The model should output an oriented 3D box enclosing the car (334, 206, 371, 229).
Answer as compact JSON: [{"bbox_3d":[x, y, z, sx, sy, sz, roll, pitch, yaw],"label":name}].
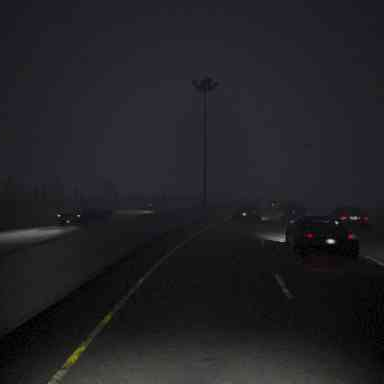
[{"bbox_3d":[10.347,1.611,22.117,2.033,1.411,5.357,0,0,16],"label":"car"}]

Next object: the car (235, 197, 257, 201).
[{"bbox_3d":[7.639,1.644,51.030,2.033,1.411,5.357,0,0,31],"label":"car"}]

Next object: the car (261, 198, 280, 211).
[{"bbox_3d":[10.704,1.596,41.751,2.163,1.488,4.792,0,0,27],"label":"car"}]

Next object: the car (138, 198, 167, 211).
[{"bbox_3d":[-4.876,1.550,41.986,1.837,1.490,4.892,0,0,24],"label":"car"}]

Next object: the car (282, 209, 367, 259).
[{"bbox_3d":[4.852,1.598,12.891,1.994,1.385,4.181,0,0,8],"label":"car"}]

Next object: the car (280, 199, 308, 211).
[{"bbox_3d":[9.418,1.550,30.297,1.882,1.535,5.008,0,0,20],"label":"car"}]

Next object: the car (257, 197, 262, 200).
[{"bbox_3d":[12.490,1.676,64.114,1.812,1.442,4.674,0,0,39],"label":"car"}]

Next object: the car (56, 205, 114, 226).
[{"bbox_3d":[-7.478,1.612,23.633,1.895,1.301,4.718,0,0,14],"label":"car"}]

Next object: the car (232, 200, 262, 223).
[{"bbox_3d":[4.425,1.616,26.365,1.994,1.385,4.181,0,0,17],"label":"car"}]
